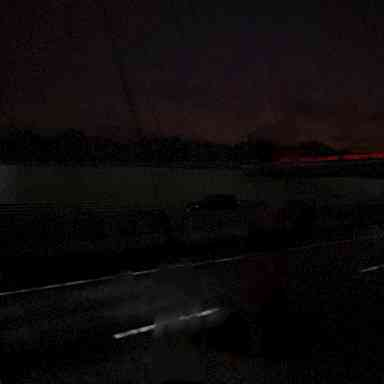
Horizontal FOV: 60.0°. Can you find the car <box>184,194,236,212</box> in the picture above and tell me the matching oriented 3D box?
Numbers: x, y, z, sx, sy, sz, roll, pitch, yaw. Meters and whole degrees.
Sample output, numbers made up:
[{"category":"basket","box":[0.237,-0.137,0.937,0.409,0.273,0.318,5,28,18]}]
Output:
[{"category":"car","box":[1.884,1.231,31.128,5.566,2.045,2.150,0,0,-35]}]

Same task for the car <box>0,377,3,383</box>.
[{"category":"car","box":[-3.306,1.342,1.389,4.553,1.767,2.097,0,0,-36]}]

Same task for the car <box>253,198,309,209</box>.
[{"category":"car","box":[7.424,1.361,26.479,4.553,1.767,2.097,0,0,-35]}]

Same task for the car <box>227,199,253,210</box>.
[{"category":"car","box":[5.602,1.572,29.479,4.181,1.385,1.994,0,0,-35]}]
